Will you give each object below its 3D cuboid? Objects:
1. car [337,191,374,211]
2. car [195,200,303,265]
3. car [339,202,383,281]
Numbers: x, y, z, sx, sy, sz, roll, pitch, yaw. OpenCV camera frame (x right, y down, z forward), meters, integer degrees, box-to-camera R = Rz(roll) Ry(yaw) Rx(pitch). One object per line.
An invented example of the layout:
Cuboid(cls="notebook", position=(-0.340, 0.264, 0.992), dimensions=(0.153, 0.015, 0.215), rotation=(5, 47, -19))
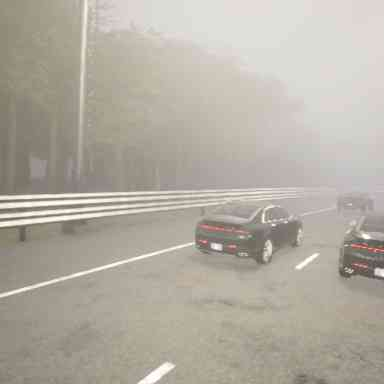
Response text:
Cuboid(cls="car", position=(12.369, 0.672, 24.985), dimensions=(1.882, 1.535, 5.008), rotation=(5, 4, 36))
Cuboid(cls="car", position=(1.949, 1.026, 10.058), dimensions=(1.837, 1.490, 4.892), rotation=(5, 4, 33))
Cuboid(cls="car", position=(5.034, 1.259, 8.393), dimensions=(1.837, 1.490, 4.892), rotation=(5, 4, 33))
